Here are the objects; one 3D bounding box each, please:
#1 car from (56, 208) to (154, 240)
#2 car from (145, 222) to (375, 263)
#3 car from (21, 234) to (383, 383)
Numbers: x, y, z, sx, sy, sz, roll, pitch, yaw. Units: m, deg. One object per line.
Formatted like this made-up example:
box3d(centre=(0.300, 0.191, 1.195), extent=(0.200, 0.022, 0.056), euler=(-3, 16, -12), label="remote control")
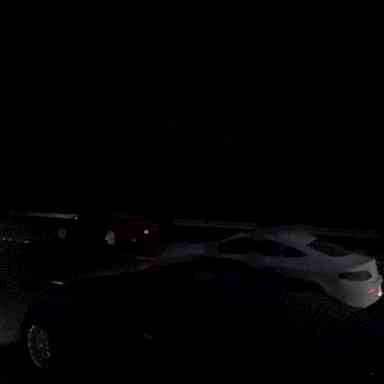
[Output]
box3d(centre=(-3.956, 1.460, 14.838), extent=(5.008, 1.535, 1.882), euler=(0, 0, 32), label="car")
box3d(centre=(1.401, 1.516, 7.153), extent=(4.674, 1.442, 1.812), euler=(0, 0, 35), label="car")
box3d(centre=(-0.098, 1.520, 3.938), extent=(4.674, 1.442, 1.812), euler=(0, 0, 35), label="car")
